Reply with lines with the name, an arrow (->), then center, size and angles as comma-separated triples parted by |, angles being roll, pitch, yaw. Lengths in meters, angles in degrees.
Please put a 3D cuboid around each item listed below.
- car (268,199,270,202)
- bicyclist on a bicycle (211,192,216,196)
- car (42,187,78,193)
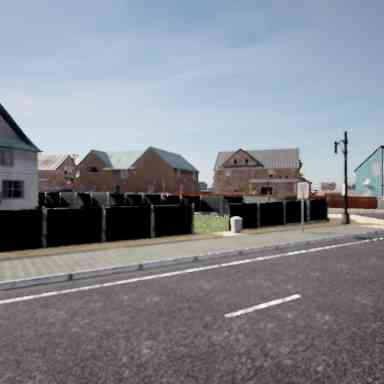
car -> 6.669, 1.211, 30.001 | 4.718, 1.301, 1.895 | 1, 0, 20
bicyclist on a bicycle -> 2.447, 0.792, 37.683 | 0.582, 1.620, 1.656 | 1, 1, 19
car -> -14.243, 0.497, 37.269 | 5.566, 2.045, 2.150 | 1, 0, 19
